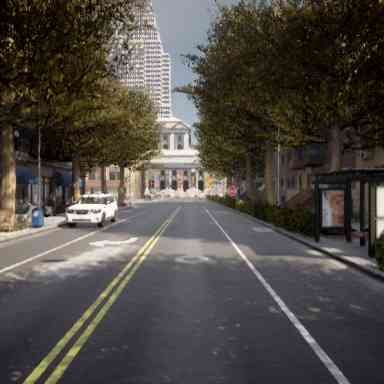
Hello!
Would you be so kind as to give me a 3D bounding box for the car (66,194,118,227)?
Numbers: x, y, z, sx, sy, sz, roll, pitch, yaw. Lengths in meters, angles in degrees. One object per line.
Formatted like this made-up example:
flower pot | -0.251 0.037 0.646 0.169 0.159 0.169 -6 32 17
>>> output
car | -6.553 1.186 22.436 2.435 2.045 5.566 0 0 0
